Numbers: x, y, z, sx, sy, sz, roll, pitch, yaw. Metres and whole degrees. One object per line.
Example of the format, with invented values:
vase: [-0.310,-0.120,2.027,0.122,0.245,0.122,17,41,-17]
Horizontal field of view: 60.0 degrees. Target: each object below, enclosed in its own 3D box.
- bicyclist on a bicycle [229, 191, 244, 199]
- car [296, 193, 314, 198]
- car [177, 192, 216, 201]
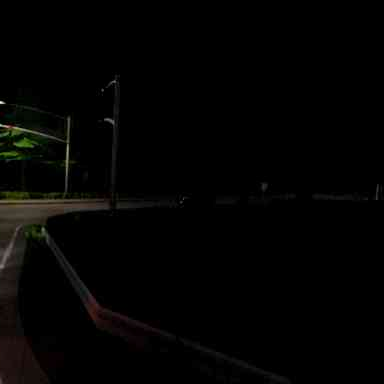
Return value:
bicyclist on a bicycle: [4.422,0.683,31.885,1.656,1.620,0.582,41,23,28]
car: [19.449,0.690,57.035,1.837,1.490,4.892,5,4,37]
car: [0.543,0.721,32.990,2.128,1.511,4.902,5,3,39]
